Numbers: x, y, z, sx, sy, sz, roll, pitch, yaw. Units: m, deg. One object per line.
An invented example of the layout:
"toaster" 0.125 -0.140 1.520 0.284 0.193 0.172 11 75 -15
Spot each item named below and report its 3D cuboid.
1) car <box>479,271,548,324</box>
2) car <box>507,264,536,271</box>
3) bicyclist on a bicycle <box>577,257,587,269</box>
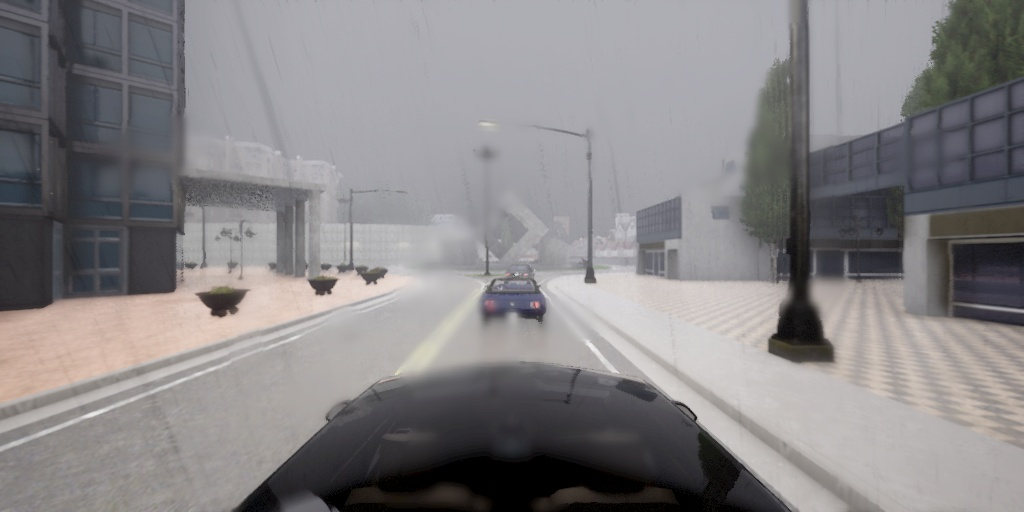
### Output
"car" 0.057 1.343 11.887 1.895 1.301 4.718 0 0 0
"car" 0.635 1.278 25.892 2.033 1.411 5.357 0 0 7
"bicyclist on a bicycle" 9.949 1.015 50.351 1.656 1.620 0.582 -1 -1 30
